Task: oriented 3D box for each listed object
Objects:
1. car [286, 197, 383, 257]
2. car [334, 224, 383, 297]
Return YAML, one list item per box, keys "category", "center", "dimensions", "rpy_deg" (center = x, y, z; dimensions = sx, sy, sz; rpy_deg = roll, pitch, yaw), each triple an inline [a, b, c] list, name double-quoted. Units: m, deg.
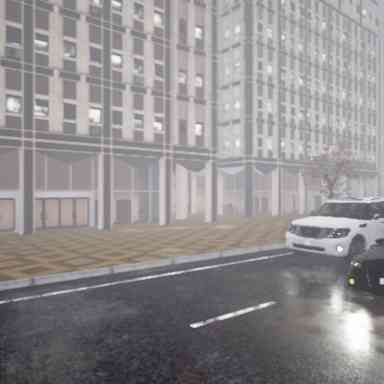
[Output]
- category: "car"
  center: [5.797, 1.229, 11.917]
  dimensions: [5.566, 2.045, 2.150]
  rpy_deg: [0, 0, -36]
- category: "car"
  center: [5.383, 1.568, 7.595]
  dimensions: [4.181, 1.385, 1.994]
  rpy_deg: [0, 0, -36]
